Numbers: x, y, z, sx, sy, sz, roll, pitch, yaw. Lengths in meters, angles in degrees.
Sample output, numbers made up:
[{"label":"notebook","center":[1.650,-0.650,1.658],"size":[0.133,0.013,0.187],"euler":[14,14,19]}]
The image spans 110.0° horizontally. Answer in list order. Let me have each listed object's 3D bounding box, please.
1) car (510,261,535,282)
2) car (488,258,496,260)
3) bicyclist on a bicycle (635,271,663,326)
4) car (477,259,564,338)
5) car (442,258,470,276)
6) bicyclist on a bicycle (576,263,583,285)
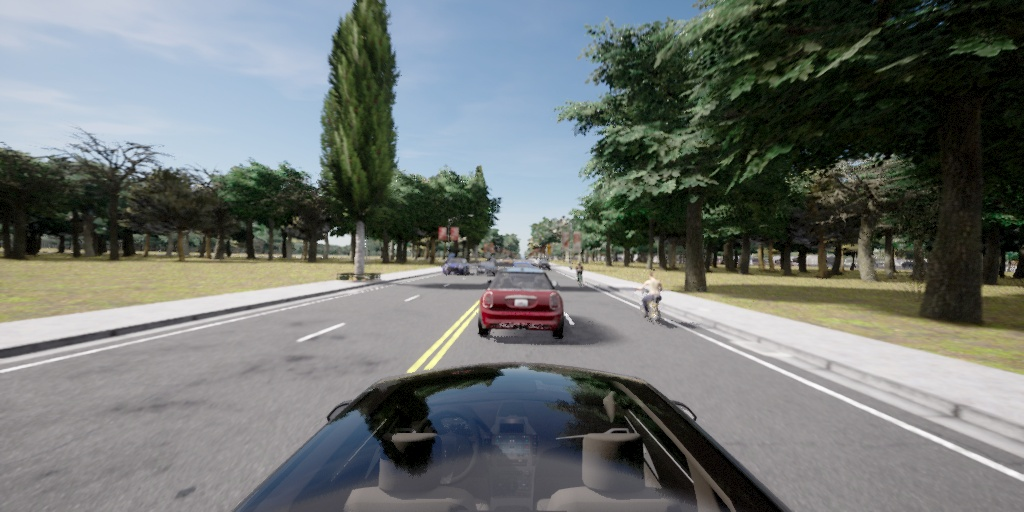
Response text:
[{"label":"car","center":[0.891,1.258,30.290],"size":[1.882,1.535,5.008],"euler":[1,0,2]},{"label":"car","center":[-2.386,1.243,35.909],"size":[1.812,1.442,4.674],"euler":[1,0,2]},{"label":"bicyclist on a bicycle","center":[4.327,1.278,11.175],"size":[0.866,1.612,1.509],"euler":[1,0,2]},{"label":"car","center":[0.281,1.111,10.491],"size":[2.097,1.767,4.553],"euler":[1,0,2]},{"label":"car","center":[-5.618,1.004,36.399],"size":[2.097,1.767,4.553],"euler":[1,0,2]},{"label":"bicyclist on a bicycle","center":[4.784,1.311,25.382],"size":[0.582,1.620,1.656],"euler":[1,0,2]}]
